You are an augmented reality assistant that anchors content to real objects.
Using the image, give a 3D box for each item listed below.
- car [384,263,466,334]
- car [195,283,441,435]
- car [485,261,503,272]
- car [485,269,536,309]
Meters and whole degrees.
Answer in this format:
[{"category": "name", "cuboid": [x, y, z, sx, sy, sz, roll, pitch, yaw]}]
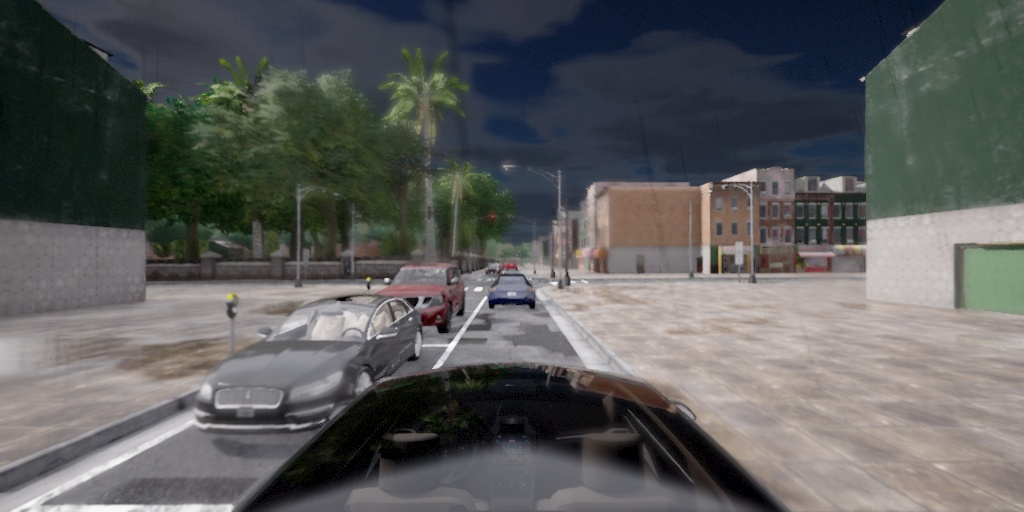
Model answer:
[{"category": "car", "cuboid": [-2.636, 1.158, 11.198, 2.192, 1.841, 5.009, 0, 0, 0]}, {"category": "car", "cuboid": [-2.637, 1.339, 5.735, 2.007, 1.370, 4.403, 0, 0, 0]}, {"category": "car", "cuboid": [-2.629, 1.746, 49.342, 1.967, 1.591, 4.097, 0, 0, 0]}, {"category": "car", "cuboid": [0.002, 1.457, 15.835, 1.994, 1.385, 4.181, 0, -1, 0]}]
